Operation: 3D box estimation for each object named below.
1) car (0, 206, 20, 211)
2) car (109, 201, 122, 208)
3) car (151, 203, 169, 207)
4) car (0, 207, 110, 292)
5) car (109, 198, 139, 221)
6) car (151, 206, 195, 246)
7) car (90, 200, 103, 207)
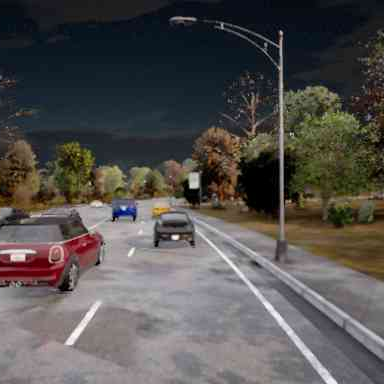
[{"bbox_3d":[-12.233,1.728,21.598,1.882,1.535,5.008,0,-1,-7],"label":"car"},{"bbox_3d":[-14.579,2.365,63.457,1.994,1.385,4.181,0,-1,-7],"label":"car"},{"bbox_3d":[-3.119,1.853,34.075,1.882,1.535,5.008,0,-1,-8],"label":"car"},{"bbox_3d":[-3.878,1.461,9.318,2.097,1.767,4.553,0,-1,-3],"label":"car"},{"bbox_3d":[-6.266,1.571,31.385,2.150,2.045,5.566,0,-1,-8],"label":"car"},{"bbox_3d":[-0.937,1.687,16.465,1.837,1.490,4.892,0,-1,-5],"label":"car"},{"bbox_3d":[-18.043,2.327,62.987,1.812,1.442,4.674,0,-1,-7],"label":"car"}]
